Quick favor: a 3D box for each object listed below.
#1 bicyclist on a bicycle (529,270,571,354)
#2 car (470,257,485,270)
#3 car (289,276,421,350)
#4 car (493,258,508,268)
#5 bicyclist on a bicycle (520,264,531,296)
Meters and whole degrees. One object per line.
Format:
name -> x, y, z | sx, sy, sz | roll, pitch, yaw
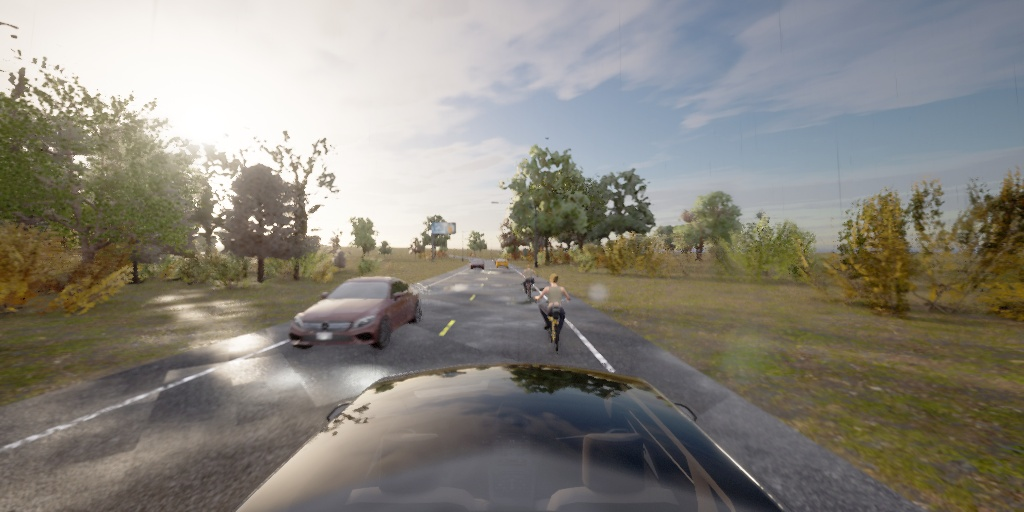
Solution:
bicyclist on a bicycle -> 0.902, 1.188, 7.817 | 0.866, 1.612, 1.509 | 0, 0, 0
car -> -4.921, 1.214, 51.448 | 1.882, 1.535, 5.008 | 0, 0, -3
car -> -3.641, 1.278, 9.227 | 1.812, 1.442, 4.674 | 0, 0, -1
car -> -1.689, 1.203, 59.606 | 1.882, 1.535, 5.008 | 0, 0, -3
bicyclist on a bicycle -> 0.807, 1.189, 17.335 | 0.866, 1.612, 1.509 | 0, 0, -1
